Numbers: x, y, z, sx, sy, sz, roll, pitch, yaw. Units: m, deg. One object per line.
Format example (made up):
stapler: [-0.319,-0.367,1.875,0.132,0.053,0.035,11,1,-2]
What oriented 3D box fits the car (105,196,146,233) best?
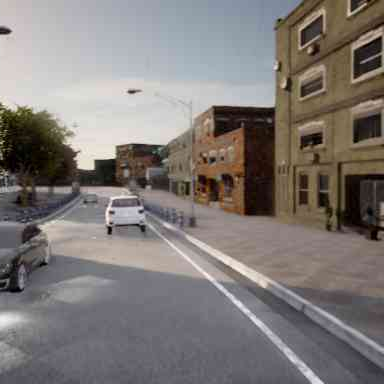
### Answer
car: [-4.137,1.265,20.494,2.150,2.045,5.566,-1,0,-13]

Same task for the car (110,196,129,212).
car: [-8.640,1.343,39.176,2.033,1.411,5.357,-1,2,-14]

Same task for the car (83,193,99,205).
car: [-14.562,0.953,47.986,2.128,1.511,4.902,-1,3,-13]

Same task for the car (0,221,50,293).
car: [-5.177,1.611,9.002,1.837,1.490,4.892,-1,0,-13]
